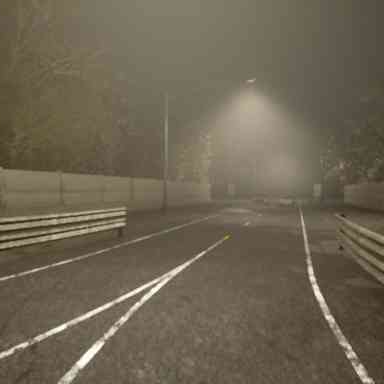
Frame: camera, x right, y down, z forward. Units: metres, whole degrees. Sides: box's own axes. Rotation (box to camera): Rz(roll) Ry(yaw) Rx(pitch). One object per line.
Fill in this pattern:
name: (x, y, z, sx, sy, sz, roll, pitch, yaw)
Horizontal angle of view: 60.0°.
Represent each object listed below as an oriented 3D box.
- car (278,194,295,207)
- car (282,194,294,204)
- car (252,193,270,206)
car: (12.639, 1.228, 44.551, 1.812, 1.442, 4.674, 1, 1, 18)
car: (15.640, 1.139, 54.023, 1.837, 1.490, 4.892, 1, 1, 18)
car: (9.893, 0.992, 47.651, 2.097, 1.767, 4.553, 2, 1, 18)
